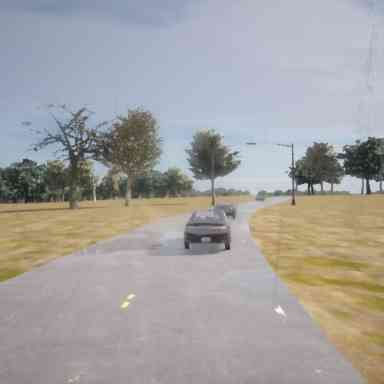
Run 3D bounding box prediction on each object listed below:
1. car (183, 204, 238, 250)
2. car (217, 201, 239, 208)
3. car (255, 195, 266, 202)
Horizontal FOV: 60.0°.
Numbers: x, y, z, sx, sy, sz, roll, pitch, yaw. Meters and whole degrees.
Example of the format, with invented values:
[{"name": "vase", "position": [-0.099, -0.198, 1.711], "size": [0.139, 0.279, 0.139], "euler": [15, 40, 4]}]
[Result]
[{"name": "car", "position": [0.753, 1.508, 14.443], "size": [2.128, 1.511, 4.902], "euler": [0, 0, 6]}, {"name": "car", "position": [3.019, 1.514, 29.122], "size": [2.128, 1.511, 4.902], "euler": [-1, 0, 12]}, {"name": "car", "position": [15.535, 1.395, 75.439], "size": [1.837, 1.490, 4.892], "euler": [-1, 0, 21]}]
